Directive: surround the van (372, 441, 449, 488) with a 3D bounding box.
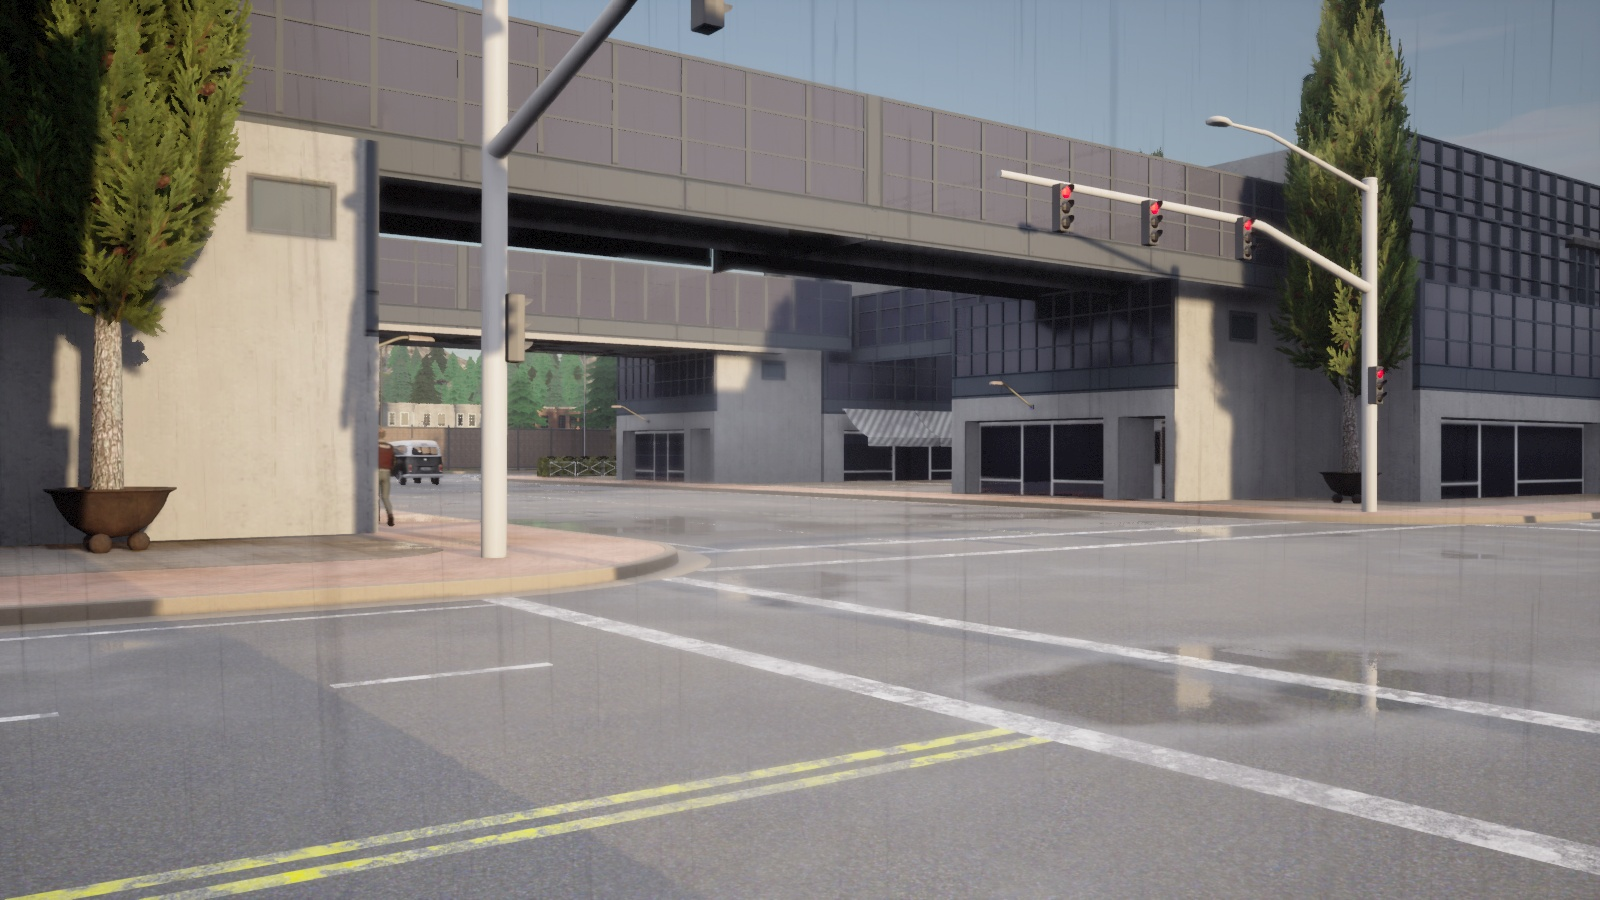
[{"bbox_3d":[-18.000,0.648,57.887,2.069,2.038,4.480,0,0,-36],"label":"van"}]

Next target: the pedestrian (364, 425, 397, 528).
[{"bbox_3d":[-7.711,0.476,23.065,0.376,1.854,0.720,0,0,-36],"label":"pedestrian"}]
